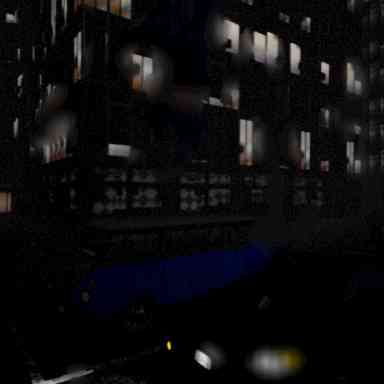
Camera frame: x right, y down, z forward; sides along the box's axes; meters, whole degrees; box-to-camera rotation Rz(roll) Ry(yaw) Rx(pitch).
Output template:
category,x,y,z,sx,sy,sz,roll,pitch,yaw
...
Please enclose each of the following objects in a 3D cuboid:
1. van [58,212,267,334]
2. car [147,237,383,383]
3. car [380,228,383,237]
category,x,y,z,sx,sy,sz,roll,pitch,yaw
van,-0.330,1.330,6.449,3.998,1.788,1.690,0,1,-35
car,1.748,1.553,4.599,4.181,1.385,1.994,0,0,-35
car,9.030,1.508,12.919,4.507,1.381,1.887,0,1,-35
